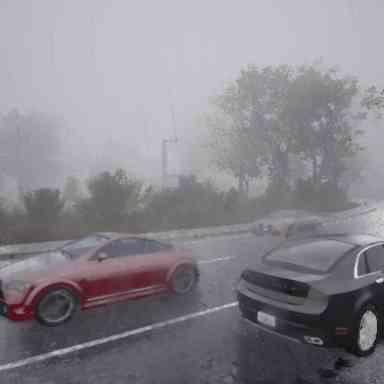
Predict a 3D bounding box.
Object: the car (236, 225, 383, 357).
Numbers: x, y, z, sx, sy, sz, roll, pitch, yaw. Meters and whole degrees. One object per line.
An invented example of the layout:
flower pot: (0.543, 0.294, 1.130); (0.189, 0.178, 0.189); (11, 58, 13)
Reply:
car: (2.949, 1.512, 6.100); (4.892, 1.490, 1.837); (0, 0, -38)

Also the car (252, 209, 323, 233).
car: (4.976, 1.582, 17.112); (4.181, 1.385, 1.994); (0, 0, -42)

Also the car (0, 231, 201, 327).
car: (-1.856, 1.578, 7.112); (4.181, 1.385, 1.994); (0, 0, -37)
